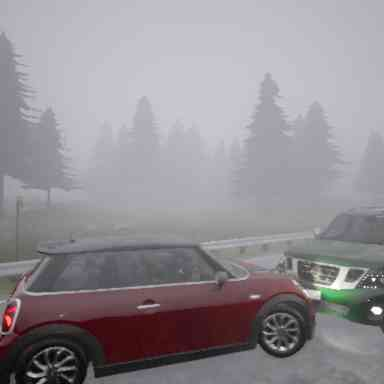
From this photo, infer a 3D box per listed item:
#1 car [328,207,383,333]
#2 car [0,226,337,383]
[{"bbox_3d":[4.180,1.368,7.191,5.566,2.045,2.150,1,-1,-38],"label":"car"},{"bbox_3d":[-0.371,1.464,5.128,4.553,1.767,2.097,1,-1,-21],"label":"car"}]
